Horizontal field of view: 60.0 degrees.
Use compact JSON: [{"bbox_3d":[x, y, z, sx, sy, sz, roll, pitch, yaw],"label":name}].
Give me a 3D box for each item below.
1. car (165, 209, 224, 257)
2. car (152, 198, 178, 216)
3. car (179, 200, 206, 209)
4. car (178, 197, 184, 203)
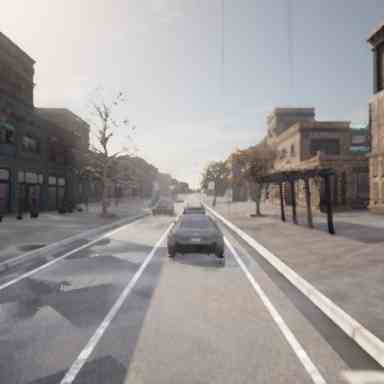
[{"bbox_3d":[0.140,1.556,12.920,1.994,1.385,4.181,0,0,0],"label":"car"},{"bbox_3d":[-2.959,1.605,35.150,2.097,1.767,4.553,0,-1,0],"label":"car"},{"bbox_3d":[0.202,1.658,28.386,2.128,1.511,4.902,0,-1,0],"label":"car"},{"bbox_3d":[-2.699,1.972,77.717,1.882,1.535,5.008,0,0,0],"label":"car"}]
